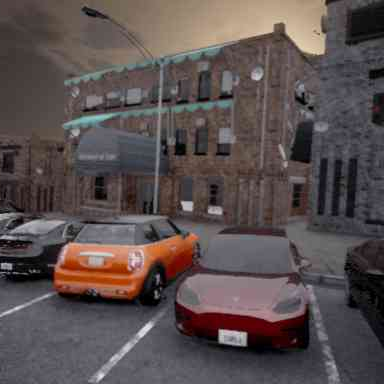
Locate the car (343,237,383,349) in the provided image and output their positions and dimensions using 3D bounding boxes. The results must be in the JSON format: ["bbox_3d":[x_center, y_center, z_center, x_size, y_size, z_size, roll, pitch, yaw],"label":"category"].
[{"bbox_3d":[3.563,1.474,4.918,2.097,1.535,5.008,1,-1,15],"label":"car"}]

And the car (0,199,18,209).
[{"bbox_3d":[-8.402,1.256,13.433,2.435,2.045,5.566,0,-1,15],"label":"car"}]

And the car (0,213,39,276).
[{"bbox_3d":[-3.617,1.477,10.005,2.231,1.521,4.892,0,-1,15],"label":"car"}]

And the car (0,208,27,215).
[{"bbox_3d":[-6.015,1.487,11.703,2.231,1.521,4.892,0,-1,15],"label":"car"}]

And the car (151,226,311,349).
[{"bbox_3d":[1.167,1.498,6.583,2.163,1.488,4.792,1,-1,15],"label":"car"}]

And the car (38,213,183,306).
[{"bbox_3d":[-1.234,1.342,8.286,2.185,1.767,4.553,0,-1,15],"label":"car"}]
